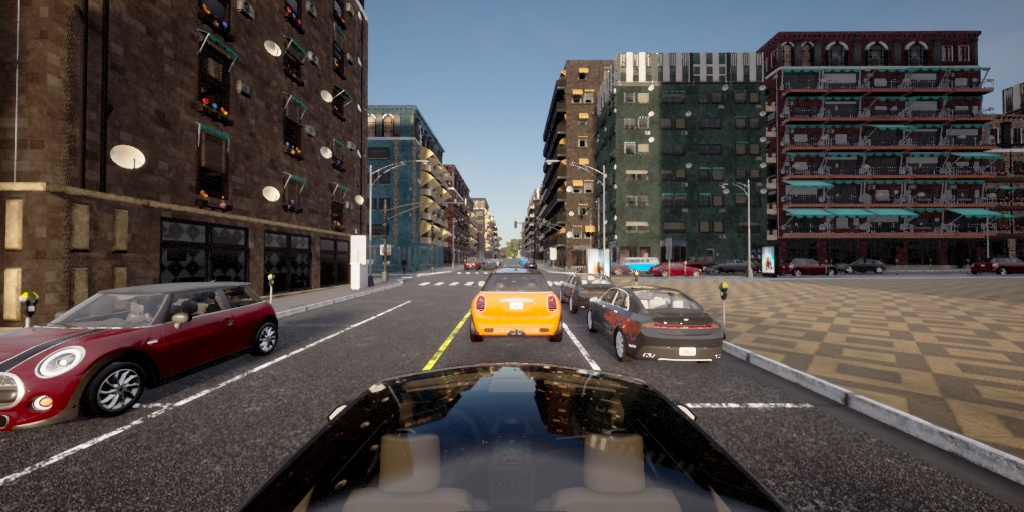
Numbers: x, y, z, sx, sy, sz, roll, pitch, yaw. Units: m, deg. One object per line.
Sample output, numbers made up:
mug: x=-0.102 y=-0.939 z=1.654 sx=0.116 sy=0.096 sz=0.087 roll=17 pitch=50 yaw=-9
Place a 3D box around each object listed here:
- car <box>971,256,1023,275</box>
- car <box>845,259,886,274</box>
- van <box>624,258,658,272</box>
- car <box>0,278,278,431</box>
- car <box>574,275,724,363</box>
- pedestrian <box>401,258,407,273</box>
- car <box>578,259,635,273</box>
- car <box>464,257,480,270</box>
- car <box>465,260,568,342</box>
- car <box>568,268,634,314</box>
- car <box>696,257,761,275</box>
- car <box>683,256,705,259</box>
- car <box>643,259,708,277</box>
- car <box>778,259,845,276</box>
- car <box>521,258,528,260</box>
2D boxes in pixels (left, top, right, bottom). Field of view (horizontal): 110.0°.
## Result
car: x=41.336 y=0.811 z=29.959 sx=4.097 sy=1.591 sz=1.967 roll=0 pitch=0 yaw=0
car: x=34.315 y=1.013 z=35.802 sx=4.892 sy=1.490 sz=1.837 roll=-1 pitch=-1 yaw=0
van: x=13.759 y=1.045 z=38.529 sx=3.998 sy=1.789 sz=1.690 roll=0 pitch=0 yaw=0
car: x=-5.820 y=1.191 z=5.711 sx=1.967 sy=1.591 sz=4.097 roll=0 pitch=0 yaw=0
car: x=2.819 y=1.302 z=7.949 sx=2.007 sy=1.370 sz=4.403 roll=0 pitch=0 yaw=0
pedestrian: x=-12.541 y=1.097 z=41.672 sx=0.375 sy=1.860 sz=0.375 roll=0 pitch=0 yaw=0
car: x=9.082 y=1.250 z=35.982 sx=5.357 sy=1.411 sz=2.033 roll=0 pitch=-1 yaw=0
car: x=-5.705 y=1.083 z=51.749 sx=2.192 sy=1.841 sz=5.009 roll=0 pitch=0 yaw=0
car: x=0.095 y=1.104 z=9.928 sx=2.097 sy=1.767 sz=4.553 roll=0 pitch=0 yaw=0
car: x=2.817 y=1.304 z=13.519 sx=2.007 sy=1.370 sz=4.403 roll=0 pitch=0 yaw=0
car: x=21.613 y=1.097 z=35.899 sx=4.902 sy=1.511 sz=2.128 roll=0 pitch=-1 yaw=0
car: x=19.286 y=0.977 z=38.491 sx=5.009 sy=1.841 sz=2.192 roll=0 pitch=0 yaw=0
car: x=13.699 y=1.162 z=30.149 sx=4.207 sy=1.307 sz=1.802 roll=0 pitch=0 yaw=0
car: x=24.755 y=0.935 z=30.073 sx=4.097 sy=1.591 sz=1.967 roll=0 pitch=0 yaw=0
car: x=2.676 y=1.334 z=51.712 sx=1.948 sy=1.339 sz=4.313 roll=0 pitch=0 yaw=0
